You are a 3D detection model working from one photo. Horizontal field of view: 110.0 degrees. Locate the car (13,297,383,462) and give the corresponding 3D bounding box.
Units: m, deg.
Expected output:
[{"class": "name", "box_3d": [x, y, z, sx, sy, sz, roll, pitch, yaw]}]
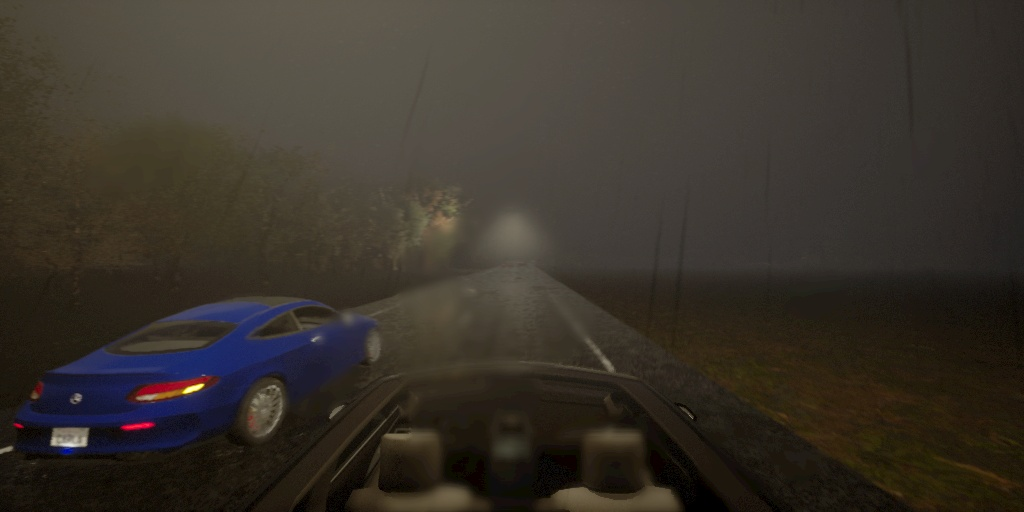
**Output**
[{"class": "car", "box_3d": [-3.519, 1.323, 5.213, 1.812, 1.442, 4.674, 0, -1, 2]}]
